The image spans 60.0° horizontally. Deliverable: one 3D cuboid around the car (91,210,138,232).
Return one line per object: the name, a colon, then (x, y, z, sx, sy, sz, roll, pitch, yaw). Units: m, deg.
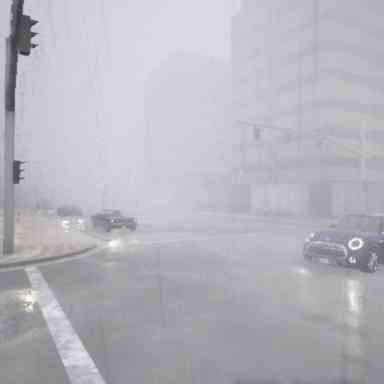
car: (-5.232, 1.852, 22.090, 1.895, 1.301, 4.718, 1, -1, -31)

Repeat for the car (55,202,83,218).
car: (-12.729, 1.981, 34.673, 1.895, 1.301, 4.718, 1, -1, -31)

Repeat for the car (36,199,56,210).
car: (-23.531, 1.922, 52.996, 2.097, 1.767, 4.553, 1, -1, -31)

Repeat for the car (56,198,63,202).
car: (-36.483, 2.493, 88.402, 2.033, 1.411, 5.357, 1, -1, -31)

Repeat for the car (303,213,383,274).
car: (5.886, 1.502, 11.190, 4.553, 1.767, 2.097, 1, -1, -31)
